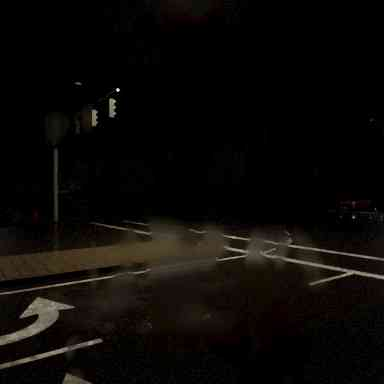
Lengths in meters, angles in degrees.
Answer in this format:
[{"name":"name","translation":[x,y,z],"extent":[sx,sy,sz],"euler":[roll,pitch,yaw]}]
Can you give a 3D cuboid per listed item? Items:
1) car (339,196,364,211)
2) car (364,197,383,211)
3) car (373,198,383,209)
[{"name":"car","translation":[20.366,1.352,41.385],"extent":[4.553,1.767,2.097],"euler":[0,0,-36]},{"name":"car","translation":[22.779,1.547,38.853],"extent":[5.357,1.411,2.033],"euler":[0,0,-35]},{"name":"car","translation":[27.380,1.564,46.415],"extent":[4.181,1.385,1.994],"euler":[0,0,-36]}]
